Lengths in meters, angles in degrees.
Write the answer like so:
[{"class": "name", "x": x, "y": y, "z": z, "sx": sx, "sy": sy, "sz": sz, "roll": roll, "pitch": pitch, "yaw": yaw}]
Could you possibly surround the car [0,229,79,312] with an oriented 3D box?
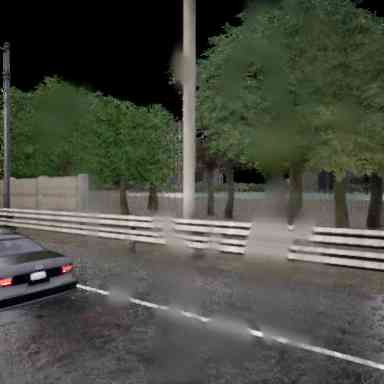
[{"class": "car", "x": -4.800, "y": 1.547, "z": 7.430, "sx": 5.357, "sy": 1.411, "sz": 2.033, "roll": 0, "pitch": 0, "yaw": 36}]
